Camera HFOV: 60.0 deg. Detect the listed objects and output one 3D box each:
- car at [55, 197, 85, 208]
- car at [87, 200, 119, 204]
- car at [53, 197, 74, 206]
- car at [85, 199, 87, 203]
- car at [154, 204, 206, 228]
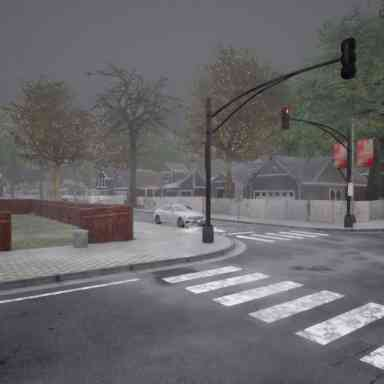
[{"bbox_3d":[-16.278,1.538,44.233,1.882,1.535,5.008,0,0,-35],"label":"car"},{"bbox_3d":[-8.548,1.516,33.356,1.882,1.535,5.008,0,0,-36],"label":"car"},{"bbox_3d":[-22.266,1.598,57.466,2.128,1.511,4.902,0,0,-36],"label":"car"},{"bbox_3d":[-16.614,1.651,49.653,1.994,1.385,4.181,0,0,-35],"label":"car"},{"bbox_3d":[-0.933,1.545,22.681,1.812,1.442,4.674,0,0,-36],"label":"car"}]
